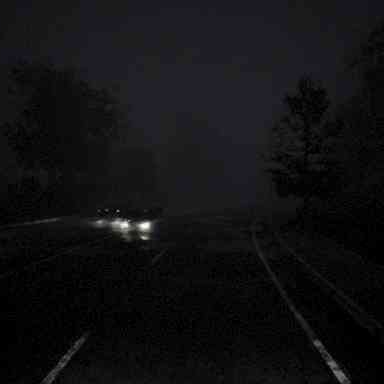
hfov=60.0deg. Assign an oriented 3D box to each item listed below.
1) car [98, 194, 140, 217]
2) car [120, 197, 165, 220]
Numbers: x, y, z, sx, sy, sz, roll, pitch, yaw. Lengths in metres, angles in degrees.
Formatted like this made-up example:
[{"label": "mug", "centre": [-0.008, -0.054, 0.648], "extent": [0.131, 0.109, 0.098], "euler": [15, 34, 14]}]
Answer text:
[{"label": "car", "centre": [-6.456, 1.166, 30.732], "extent": [2.150, 2.045, 5.566], "euler": [-1, 0, 15]}, {"label": "car", "centre": [-3.715, 1.397, 27.182], "extent": [1.882, 1.535, 5.008], "euler": [0, 0, 14]}]
